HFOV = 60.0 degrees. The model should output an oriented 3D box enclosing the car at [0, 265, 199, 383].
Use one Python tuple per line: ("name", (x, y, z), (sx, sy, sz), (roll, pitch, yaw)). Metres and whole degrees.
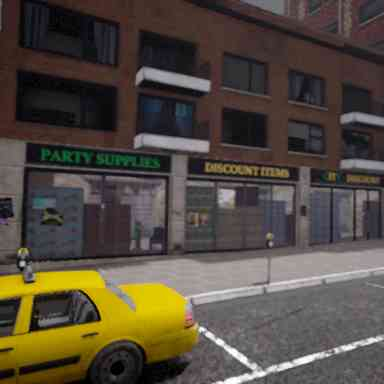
("car", (-2.283, 1.652, 4.077), (4.829, 1.417, 1.752), (1, 0, -27))
